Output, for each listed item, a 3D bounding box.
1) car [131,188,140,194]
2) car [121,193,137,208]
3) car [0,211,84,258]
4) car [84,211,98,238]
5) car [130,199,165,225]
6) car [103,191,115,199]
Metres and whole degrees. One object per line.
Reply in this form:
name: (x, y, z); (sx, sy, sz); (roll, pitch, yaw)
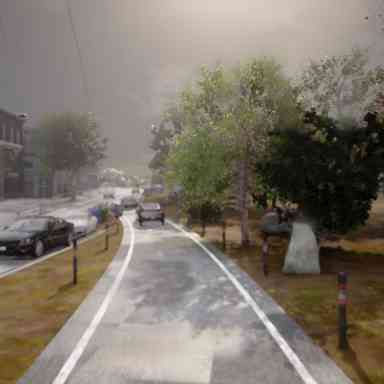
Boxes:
car: (-12.940, -0.243, 76.366); (2.033, 1.411, 5.357); (0, 2, -7)
car: (-7.801, 1.255, 41.336); (1.994, 1.385, 4.181); (-1, 2, -12)
car: (-6.826, 1.827, 14.642); (2.097, 1.535, 5.008); (-1, -1, 2)
car: (-7.133, 1.935, 20.778); (2.002, 1.452, 4.674); (2, 0, -4)
car: (-3.227, 1.571, 25.025); (2.128, 1.511, 4.902); (-1, 1, -13)
car: (-15.220, 0.496, 61.241); (1.812, 1.442, 4.674); (0, 2, -7)
